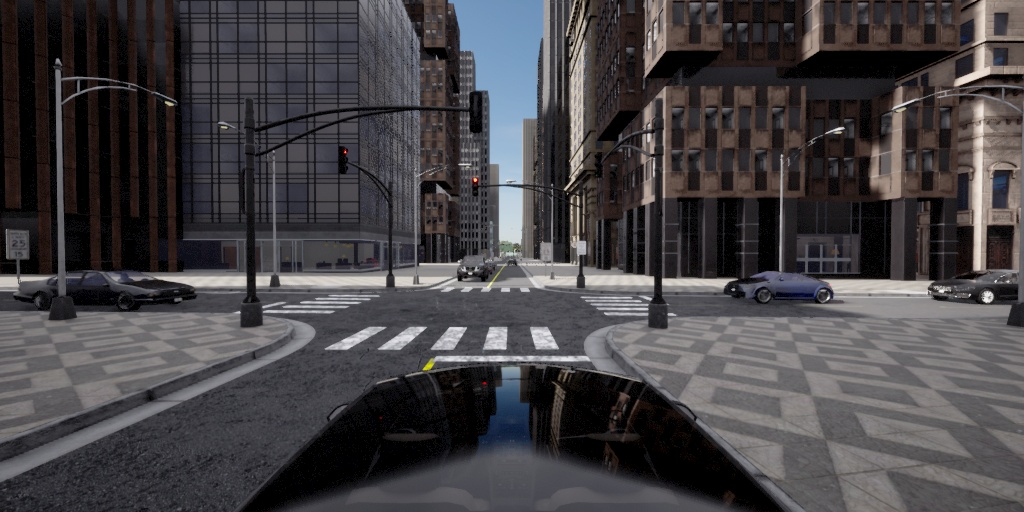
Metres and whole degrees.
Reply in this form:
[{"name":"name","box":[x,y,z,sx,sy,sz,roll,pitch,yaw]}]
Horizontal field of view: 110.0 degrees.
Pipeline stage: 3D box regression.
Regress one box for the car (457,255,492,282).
[{"name":"car","box":[-3.117,0.955,29.549,2.150,2.045,5.566,0,0,0]}]

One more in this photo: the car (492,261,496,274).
[{"name":"car","box":[-3.116,1.287,39.575,1.994,1.385,4.181,0,0,0]}]

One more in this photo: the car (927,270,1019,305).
[{"name":"car","box":[22.306,1.404,16.609,4.892,1.490,1.837,0,1,0]}]

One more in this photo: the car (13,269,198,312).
[{"name":"car","box":[-14.994,1.206,13.348,5.357,1.411,2.033,0,1,2]}]

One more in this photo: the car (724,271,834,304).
[{"name":"car","box":[12.225,1.388,16.585,4.181,1.385,1.994,0,1,0]}]
